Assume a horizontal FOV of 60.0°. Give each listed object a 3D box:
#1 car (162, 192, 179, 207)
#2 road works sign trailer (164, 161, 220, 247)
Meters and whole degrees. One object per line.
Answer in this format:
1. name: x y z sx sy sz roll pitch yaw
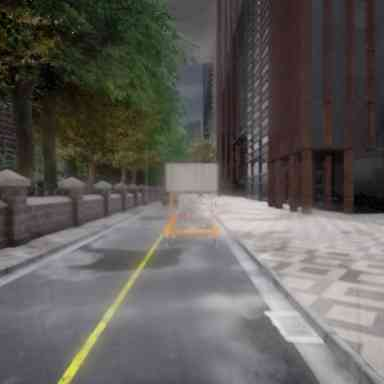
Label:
1. car: -3.090 1.036 48.583 2.150 2.045 5.566 0 0 0
2. road works sign trailer: -0.003 0.417 14.768 2.380 3.560 2.880 0 0 0
